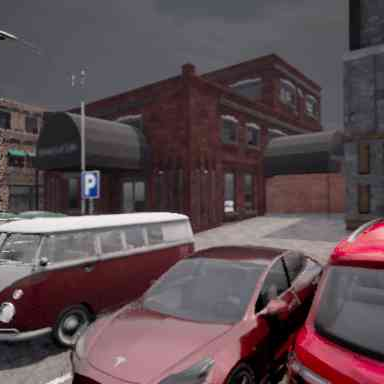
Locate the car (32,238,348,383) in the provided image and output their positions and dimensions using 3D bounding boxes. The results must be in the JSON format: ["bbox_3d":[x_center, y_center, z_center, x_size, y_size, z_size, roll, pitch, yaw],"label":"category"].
[{"bbox_3d":[0.577,1.635,4.927,2.163,1.488,4.792,-2,-1,36],"label":"car"}]

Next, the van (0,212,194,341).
[{"bbox_3d":[-1.839,1.453,6.555,1.878,1.987,4.442,-2,-1,36],"label":"van"}]

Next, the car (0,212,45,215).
[{"bbox_3d":[-4.009,1.497,8.294,2.435,2.045,5.566,-2,-1,36],"label":"car"}]
